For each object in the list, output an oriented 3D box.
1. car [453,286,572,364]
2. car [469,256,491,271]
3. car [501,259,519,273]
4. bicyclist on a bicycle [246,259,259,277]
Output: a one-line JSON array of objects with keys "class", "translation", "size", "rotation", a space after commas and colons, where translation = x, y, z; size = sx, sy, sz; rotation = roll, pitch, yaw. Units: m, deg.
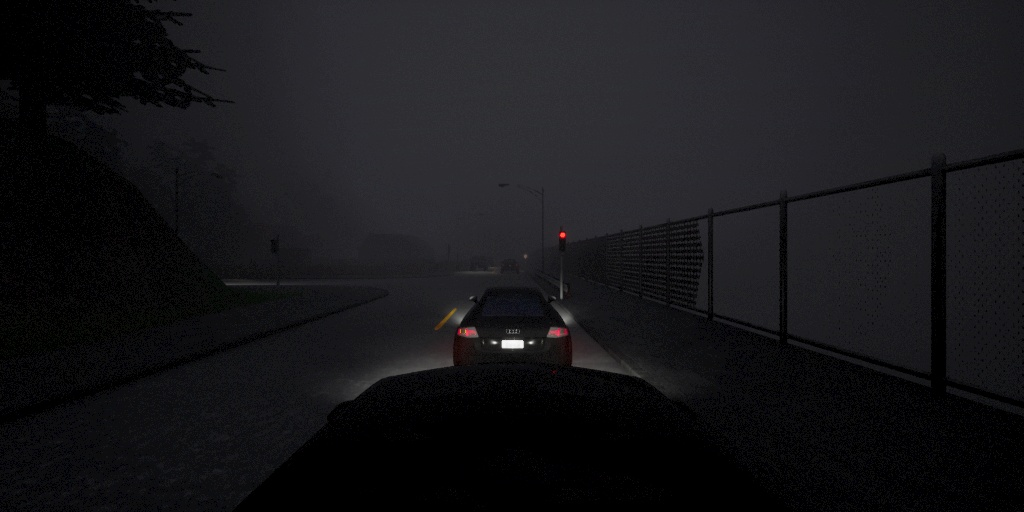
[{"class": "car", "translation": [0.017, 1.314, 7.477], "size": [1.994, 1.385, 4.181], "rotation": [0, 0, 0]}, {"class": "car", "translation": [-4.478, 0.969, 48.619], "size": [2.150, 2.045, 5.566], "rotation": [0, 0, 0]}, {"class": "car", "translation": [-0.247, 1.100, 43.611], "size": [2.097, 1.767, 4.553], "rotation": [0, 0, 0]}, {"class": "bicyclist on a bicycle", "translation": [-24.055, 1.098, 33.289], "size": [0.582, 1.620, 1.656], "rotation": [0, 0, 0]}]
